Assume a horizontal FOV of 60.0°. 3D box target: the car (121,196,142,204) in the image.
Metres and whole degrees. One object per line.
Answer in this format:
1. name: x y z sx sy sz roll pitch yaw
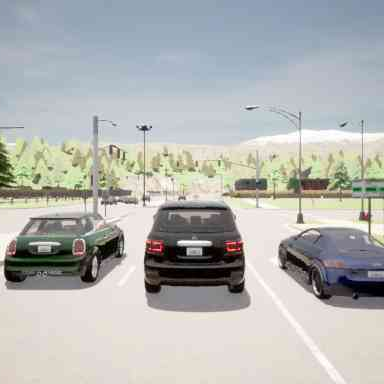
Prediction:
1. car: -10.893 1.565 59.950 1.994 1.385 4.181 0 0 1

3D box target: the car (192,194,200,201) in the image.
1. car: 1.060 1.311 83.335 1.882 1.535 5.008 0 0 1

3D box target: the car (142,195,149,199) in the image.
1. car: -10.564 1.426 75.842 1.882 1.535 5.008 0 0 1

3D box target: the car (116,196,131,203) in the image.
1. car: -14.176 1.540 68.949 2.033 1.411 5.357 0 0 1

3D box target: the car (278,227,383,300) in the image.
1. car: 3.572 1.564 8.444 1.994 1.385 4.181 0 0 0

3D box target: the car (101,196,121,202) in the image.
1. car: -14.430 1.547 58.154 2.033 1.411 5.357 0 0 1

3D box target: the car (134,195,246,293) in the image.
1. car: 0.069 1.221 8.988 2.150 2.045 5.566 0 0 0

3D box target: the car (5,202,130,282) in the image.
1. car: -3.424 1.352 9.881 2.097 1.767 4.553 0 0 0
